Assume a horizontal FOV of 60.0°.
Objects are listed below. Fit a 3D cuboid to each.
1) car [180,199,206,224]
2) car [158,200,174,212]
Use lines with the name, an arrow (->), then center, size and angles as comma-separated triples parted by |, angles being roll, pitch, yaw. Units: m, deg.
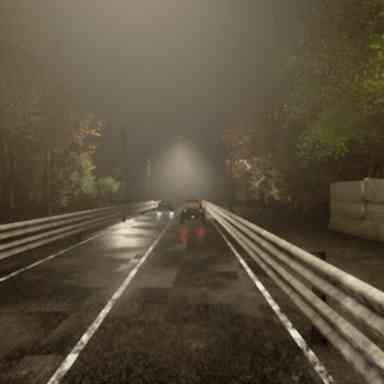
car -> 0.072, 1.567, 25.713 | 2.128, 1.511, 4.902 | 0, 0, 0
car -> -3.349, 1.757, 43.277 | 1.882, 1.535, 5.008 | 0, -1, 0
